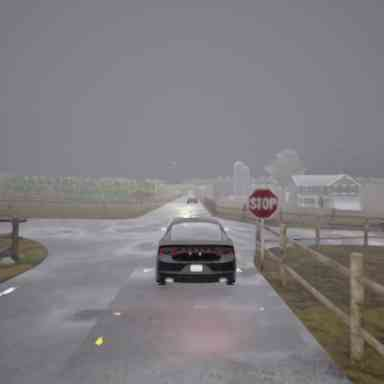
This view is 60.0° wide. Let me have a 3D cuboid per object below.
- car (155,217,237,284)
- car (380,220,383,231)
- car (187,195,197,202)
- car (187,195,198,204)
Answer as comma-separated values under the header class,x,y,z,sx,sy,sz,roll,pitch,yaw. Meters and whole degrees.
class,x,y,z,sx,sy,sz,roll,pitch,yaw
car,0.094,1.458,9.520,1.882,1.535,5.008,0,0,0
car,14.838,2.096,21.385,5.008,1.535,1.882,2,1,-1
car,-0.024,1.523,76.525,2.128,1.511,4.902,0,0,0
car,0.078,1.476,62.636,1.882,1.535,5.008,0,-1,0
